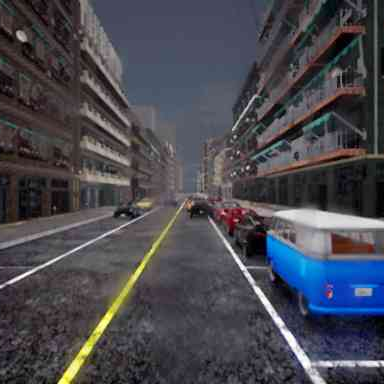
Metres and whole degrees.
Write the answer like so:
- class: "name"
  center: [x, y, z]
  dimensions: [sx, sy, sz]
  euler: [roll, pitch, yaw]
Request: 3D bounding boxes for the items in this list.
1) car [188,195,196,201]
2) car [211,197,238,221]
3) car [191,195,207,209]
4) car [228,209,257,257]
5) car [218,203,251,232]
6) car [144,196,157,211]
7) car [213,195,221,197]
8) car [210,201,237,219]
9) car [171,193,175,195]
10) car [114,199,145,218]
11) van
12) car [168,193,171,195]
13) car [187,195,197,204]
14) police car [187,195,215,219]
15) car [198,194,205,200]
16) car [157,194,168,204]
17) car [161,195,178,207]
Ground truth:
- class: "car"
  center: [-0.011, 1.376, 79.695]
  dimensions: [1.895, 1.301, 4.718]
  euler: [0, 0, 0]
- class: "car"
  center: [2.689, 1.409, 23.981]
  dimensions: [1.967, 1.590, 4.097]
  euler: [0, 0, 0]
- class: "car"
  center: [0.849, 1.289, 45.088]
  dimensions: [2.097, 1.767, 4.553]
  euler: [0, 0, 0]
- class: "car"
  center: [2.690, 1.550, 12.708]
  dimensions: [1.947, 1.339, 4.313]
  euler: [0, 0, 0]
- class: "car"
  center: [2.689, 1.521, 18.344]
  dimensions: [1.887, 1.381, 4.507]
  euler: [0, 0, 0]
- class: "car"
  center: [-5.695, 1.468, 40.722]
  dimensions: [1.752, 1.417, 4.829]
  euler: [0, 0, 0]
- class: "car"
  center: [2.687, 1.258, 40.889]
  dimensions: [2.192, 1.841, 5.009]
  euler: [0, 0, 0]
- class: "car"
  center: [2.688, 1.511, 29.616]
  dimensions: [2.008, 1.369, 4.403]
  euler: [0, 0, 0]
- class: "car"
  center: [-5.700, 1.168, 91.620]
  dimensions: [2.192, 1.841, 5.009]
  euler: [0, 0, 0]
- class: "car"
  center: [-5.693, 1.526, 29.618]
  dimensions: [1.947, 1.339, 4.313]
  euler: [0, 0, 0]
- class: "van"
  center: [2.692, 1.332, 7.071]
  dimensions: [1.690, 1.788, 3.998]
  euler: [0, 0, 0]
- class: "car"
  center: [-5.697, 1.219, 63.438]
  dimensions: [2.192, 1.841, 5.009]
  euler: [0, 0, 0]
- class: "car"
  center: [-0.009, 1.380, 64.666]
  dimensions: [1.882, 1.535, 5.008]
  euler: [0, 0, 0]
- class: "police car"
  center: [0.758, 1.384, 29.229]
  dimensions: [1.930, 1.638, 5.238]
  euler: [0, 0, 0]
- class: "car"
  center: [2.679, 1.378, 91.787]
  dimensions: [1.752, 1.417, 4.829]
  euler: [0, 0, 0]
- class: "car"
  center: [-5.697, 1.354, 57.802]
  dimensions: [1.967, 1.590, 4.097]
  euler: [0, 0, 0]
- class: "car"
  center: [-3.088, 1.528, 50.243]
  dimensions: [1.895, 1.301, 4.718]
  euler: [0, 0, 0]
